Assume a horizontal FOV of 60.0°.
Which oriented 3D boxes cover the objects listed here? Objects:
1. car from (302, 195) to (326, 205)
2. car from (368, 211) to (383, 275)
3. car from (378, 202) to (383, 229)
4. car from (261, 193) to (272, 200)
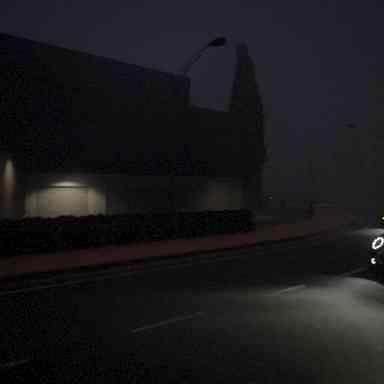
[{"bbox_3d":[20.588,1.317,56.336,1.837,1.490,4.892,0,0,-18],"label":"car"},{"bbox_3d":[6.741,1.311,9.204,4.553,1.767,2.097,0,0,-40],"label":"car"},{"bbox_3d":[13.272,1.460,21.304,2.033,1.411,5.357,0,0,33],"label":"car"},{"bbox_3d":[13.808,1.033,62.720,1.837,1.490,4.892,0,0,-31],"label":"car"}]
